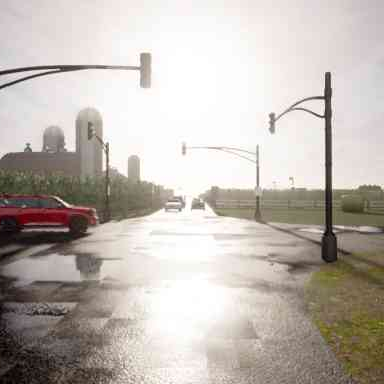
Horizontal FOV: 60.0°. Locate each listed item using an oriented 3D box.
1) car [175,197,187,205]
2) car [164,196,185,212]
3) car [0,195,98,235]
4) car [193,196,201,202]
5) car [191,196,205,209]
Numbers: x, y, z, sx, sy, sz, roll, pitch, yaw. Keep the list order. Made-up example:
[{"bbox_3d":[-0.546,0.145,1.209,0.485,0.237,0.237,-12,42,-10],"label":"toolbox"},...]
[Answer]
[{"bbox_3d":[-1.951,1.620,60.102,2.033,1.411,5.357,0,0,1],"label":"car"},{"bbox_3d":[-2.197,1.564,40.094,1.812,1.442,4.674,0,0,1],"label":"car"},{"bbox_3d":[-7.974,1.170,17.961,5.566,2.045,2.150,0,0,-18],"label":"car"},{"bbox_3d":[1.093,1.723,80.184,1.895,1.301,4.718,0,0,1],"label":"car"},{"bbox_3d":[0.814,1.647,45.613,1.895,1.301,4.718,0,0,1],"label":"car"}]
